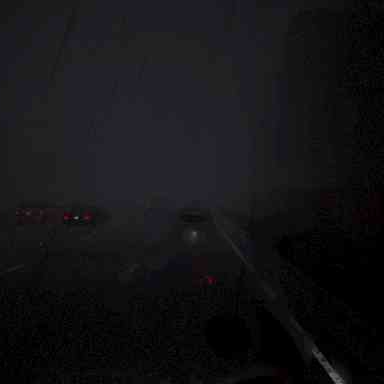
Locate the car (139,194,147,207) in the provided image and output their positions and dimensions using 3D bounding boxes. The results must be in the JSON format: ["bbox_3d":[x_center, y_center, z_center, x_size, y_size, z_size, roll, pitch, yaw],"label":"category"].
[{"bbox_3d":[-6.903,1.306,52.264,2.150,2.045,5.566,0,0,0],"label":"car"}]

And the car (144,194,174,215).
[{"bbox_3d":[-3.402,1.410,35.053,2.097,1.767,4.553,0,0,0],"label":"car"}]

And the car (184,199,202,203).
[{"bbox_3d":[0.096,1.554,38.458,2.128,1.511,4.902,0,0,0],"label":"car"}]

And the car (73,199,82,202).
[{"bbox_3d":[-13.922,1.571,39.258,1.837,1.490,4.892,0,1,0],"label":"car"}]

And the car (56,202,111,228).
[{"bbox_3d":[-6.901,1.584,22.355,2.033,1.411,5.357,0,0,0],"label":"car"}]

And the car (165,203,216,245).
[{"bbox_3d":[0.098,1.517,15.767,2.128,1.511,4.902,0,0,0],"label":"car"}]

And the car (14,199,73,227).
[{"bbox_3d":[-10.402,1.390,23.289,2.097,1.767,4.553,0,0,0],"label":"car"}]

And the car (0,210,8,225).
[{"bbox_3d":[-13.902,1.543,21.537,1.837,1.490,4.892,0,1,0],"label":"car"}]

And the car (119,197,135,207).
[{"bbox_3d":[-10.404,1.592,53.377,1.837,1.490,4.892,0,0,0],"label":"car"}]

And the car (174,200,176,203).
[{"bbox_3d":[-3.488,1.558,49.369,1.882,1.535,5.008,0,0,0],"label":"car"}]
